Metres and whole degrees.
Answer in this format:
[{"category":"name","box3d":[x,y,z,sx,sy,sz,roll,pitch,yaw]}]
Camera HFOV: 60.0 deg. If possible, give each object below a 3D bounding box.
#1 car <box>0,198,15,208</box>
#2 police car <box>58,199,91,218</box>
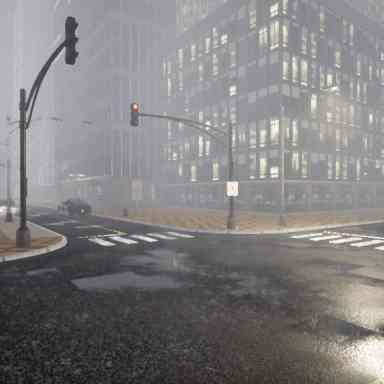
[{"category":"car","box3d":[-27.832,1.602,49.848,1.895,1.301,4.718,0,0,-35]},{"category":"police car","box3d":[-10.844,1.421,30.505,1.930,1.638,5.238,0,0,-35]}]
